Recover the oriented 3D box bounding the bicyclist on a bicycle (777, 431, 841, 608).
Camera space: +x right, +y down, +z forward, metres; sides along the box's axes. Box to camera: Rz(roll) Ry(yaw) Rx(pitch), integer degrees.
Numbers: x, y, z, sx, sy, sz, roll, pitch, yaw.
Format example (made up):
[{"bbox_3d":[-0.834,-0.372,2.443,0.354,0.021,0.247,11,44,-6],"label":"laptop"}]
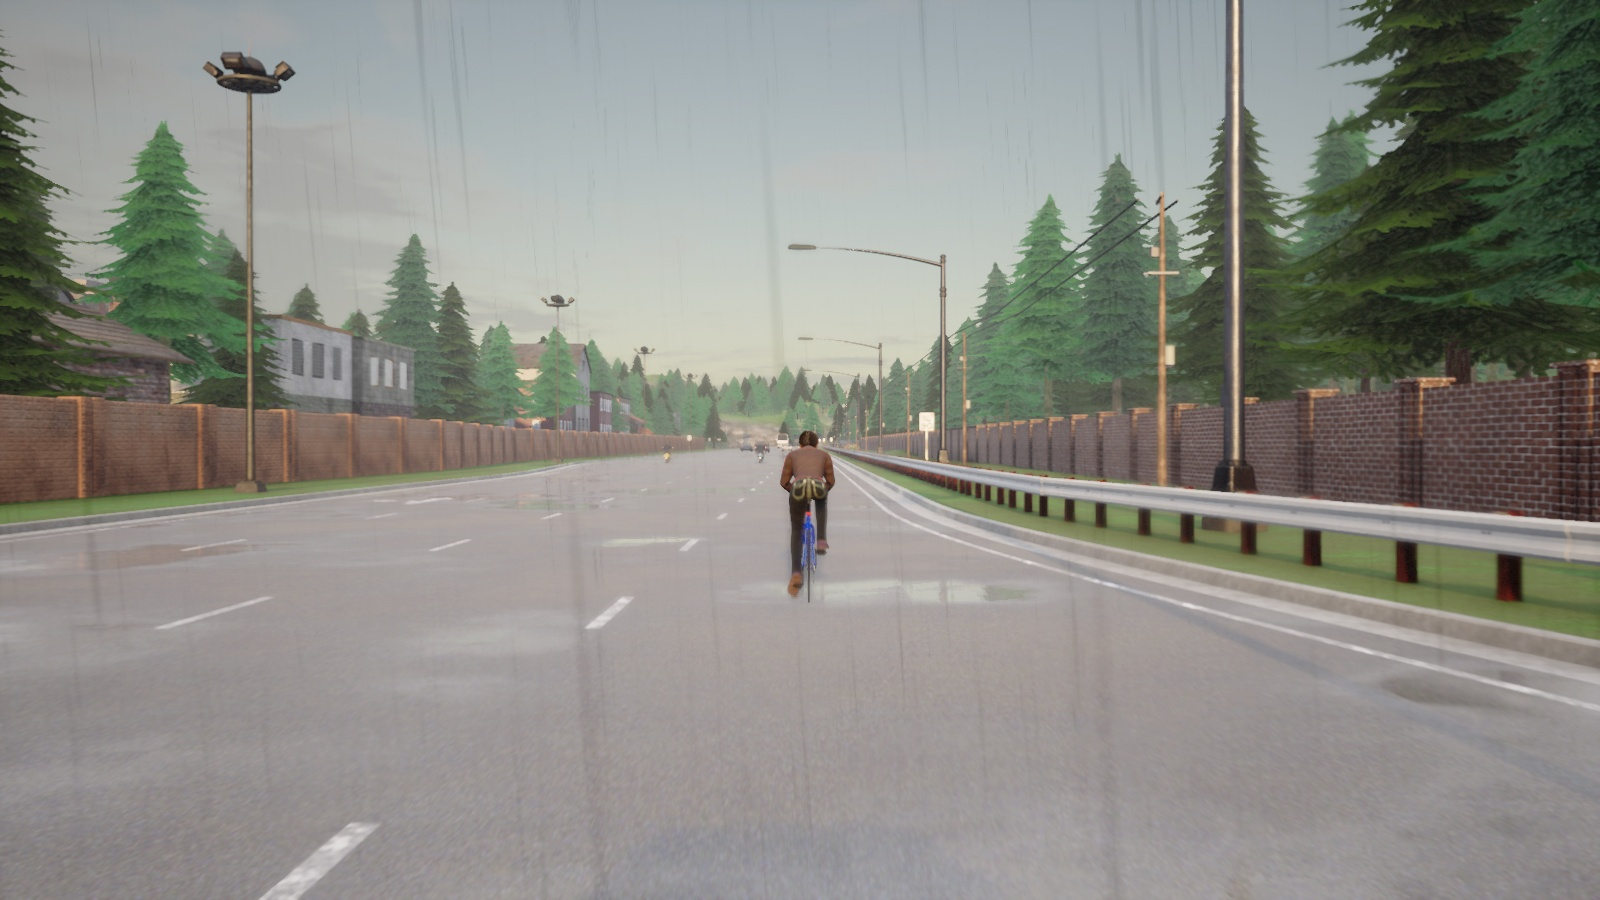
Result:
[{"bbox_3d":[0.085,0.634,12.330,0.582,1.620,1.656,0,0,0],"label":"bicyclist on a bicycle"}]
